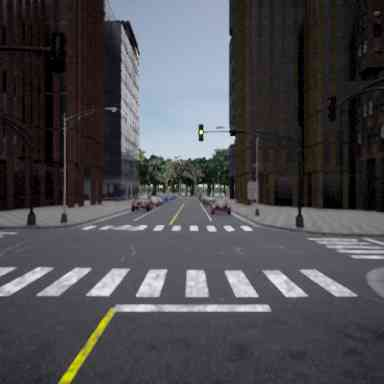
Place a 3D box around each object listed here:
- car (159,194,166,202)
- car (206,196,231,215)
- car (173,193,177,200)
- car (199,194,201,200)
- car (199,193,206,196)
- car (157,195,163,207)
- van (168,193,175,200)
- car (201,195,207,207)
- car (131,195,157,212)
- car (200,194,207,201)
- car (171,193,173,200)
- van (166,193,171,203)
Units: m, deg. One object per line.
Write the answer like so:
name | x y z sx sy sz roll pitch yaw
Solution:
car | -5.737 1.442 54.890 1.752 1.417 4.829 0 0 0
car | 2.778 1.386 33.306 1.967 1.590 4.097 0 0 0
car | -5.721 1.444 87.685 1.947 1.339 4.313 0 0 0
car | 2.791 1.454 60.494 1.887 1.381 4.507 0 0 0
car | 2.794 1.427 66.101 1.752 1.417 4.829 0 0 0
car | -5.739 1.505 49.622 1.802 1.307 4.206 0 0 0
van | -5.719 1.215 93.123 1.690 1.788 3.998 0 0 0
car | 2.786 1.474 49.618 2.008 1.369 4.403 0 0 0
car | -5.745 1.253 38.747 2.192 1.841 5.009 0 0 0
car | 2.789 1.460 55.056 1.887 1.381 4.507 0 0 0
car | -5.729 1.447 71.373 2.008 1.369 4.403 0 0 0
van | -5.732 1.244 65.935 1.690 1.788 3.998 0 0 0
